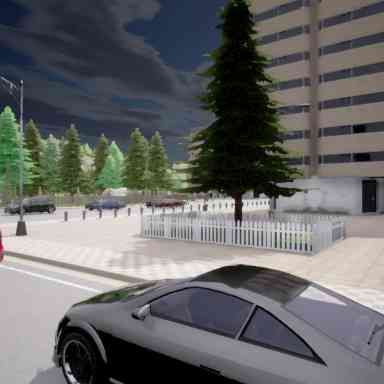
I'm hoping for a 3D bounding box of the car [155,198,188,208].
[{"bbox_3d":[-2.569,1.601,46.439,1.895,1.301,4.718,0,0,35],"label":"car"}]

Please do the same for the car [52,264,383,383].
[{"bbox_3d":[0.322,1.564,3.761,4.181,1.385,1.994,0,0,35],"label":"car"}]

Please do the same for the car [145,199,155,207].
[{"bbox_3d":[-4.989,1.564,49.395,1.994,1.385,4.181,0,0,36],"label":"car"}]

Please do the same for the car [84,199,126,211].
[{"bbox_3d":[-10.675,1.547,41.422,2.033,1.411,5.357,0,0,35],"label":"car"}]

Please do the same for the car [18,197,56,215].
[{"bbox_3d":[-16.248,1.352,33.583,2.097,1.767,4.553,0,0,35],"label":"car"}]

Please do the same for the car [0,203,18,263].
[{"bbox_3d":[-7.370,1.221,9.189,5.566,2.045,2.150,0,0,36],"label":"car"}]
